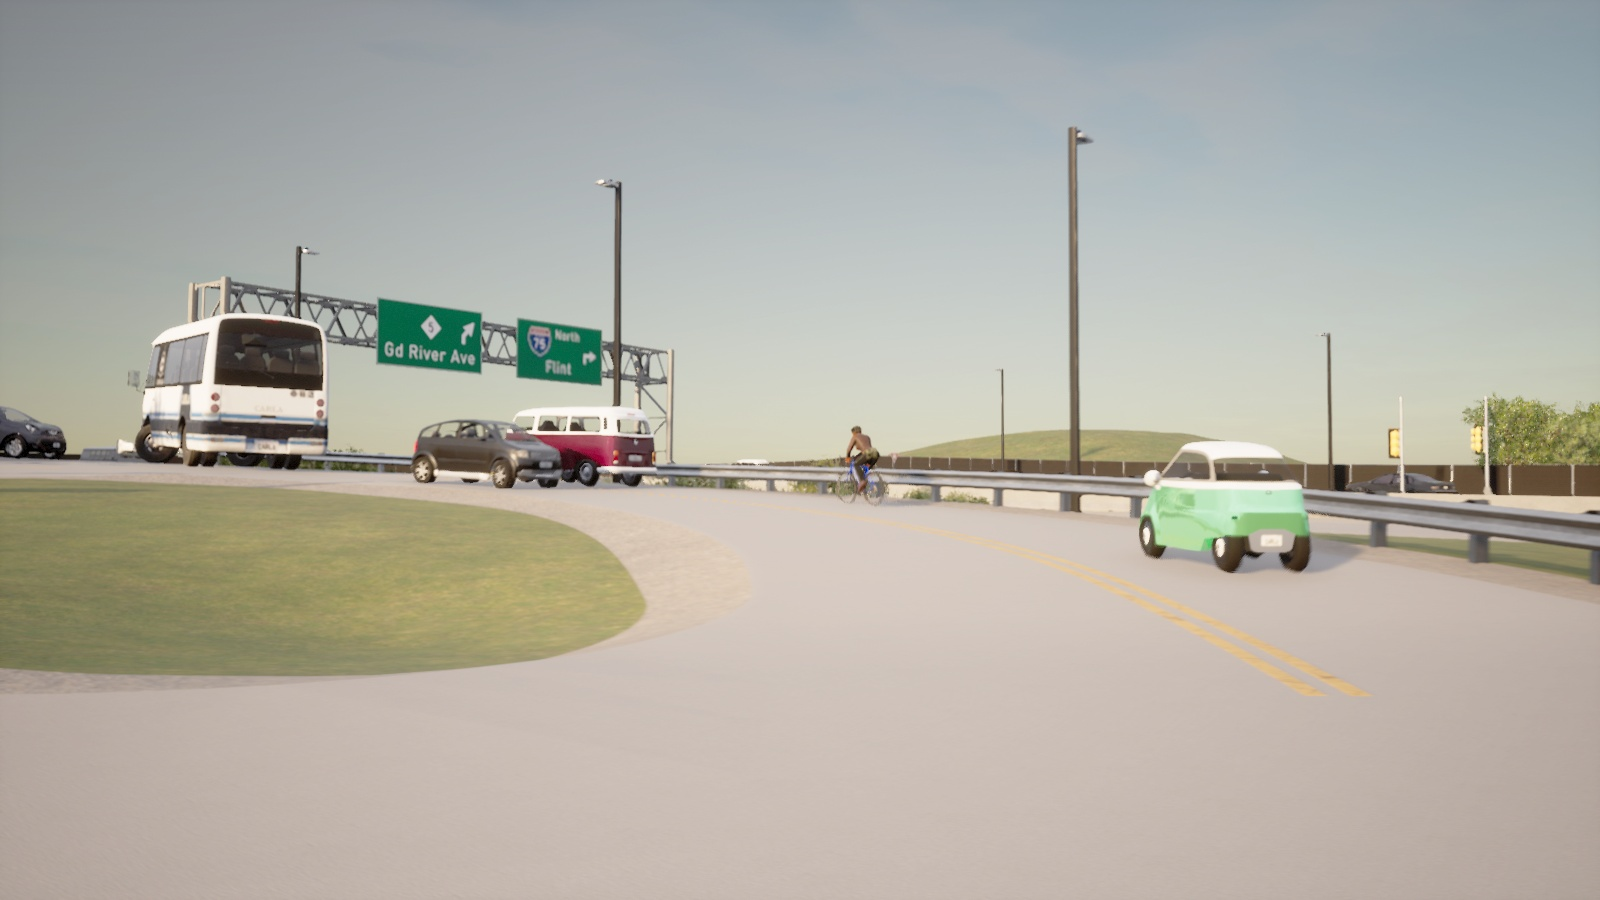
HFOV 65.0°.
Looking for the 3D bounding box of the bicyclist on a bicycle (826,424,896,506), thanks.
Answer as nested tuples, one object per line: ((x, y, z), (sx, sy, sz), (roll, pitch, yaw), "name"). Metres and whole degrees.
((1.232, 0.298, 25.628), (0.582, 1.620, 1.656), (0, 0, -32), "bicyclist on a bicycle")

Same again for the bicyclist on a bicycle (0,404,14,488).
((-17.399, -0.093, 25.939), (0.659, 1.776, 1.843), (1, 1, 38), "bicyclist on a bicycle")

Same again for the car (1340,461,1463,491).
((29.782, 1.276, 62.364), (2.033, 1.411, 5.357), (0, -1, -26), "car")

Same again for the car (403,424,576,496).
((-7.252, 0.201, 29.286), (3.705, 1.549, 1.789), (1, 0, 32), "car")

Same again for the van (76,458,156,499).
((-33.663, 1.401, 61.768), (4.442, 1.987, 1.775), (-1, -2, 38), "van")

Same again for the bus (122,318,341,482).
((-17.477, -1.338, 38.021), (3.944, 4.253, 10.273), (2, 0, -36), "bus")

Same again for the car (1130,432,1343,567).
((4.823, 0.492, 14.119), (1.481, 1.376, 2.207), (-1, 1, -5), "car")

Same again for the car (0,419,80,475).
((-22.771, -0.100, 35.594), (3.633, 1.501, 1.845), (1, -1, 6), "car")

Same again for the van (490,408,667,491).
((-5.849, -0.021, 32.977), (4.480, 2.038, 2.069), (1, 0, 38), "van")
